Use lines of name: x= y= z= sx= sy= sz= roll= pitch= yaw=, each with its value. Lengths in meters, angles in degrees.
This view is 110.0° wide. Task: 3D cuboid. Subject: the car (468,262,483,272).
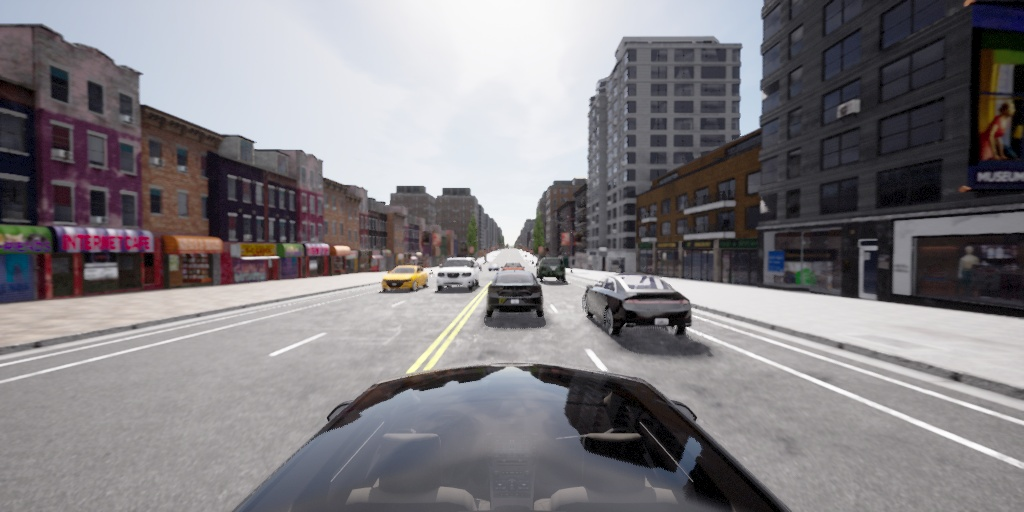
car: x=-6.536 y=1.915 z=64.416 sx=2.097 sy=1.767 sz=4.553 roll=0 pitch=-1 yaw=0

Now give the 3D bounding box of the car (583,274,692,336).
car: x=3.348 y=1.267 z=10.441 sx=2.128 sy=1.511 sz=4.902 roll=0 pitch=0 yaw=0

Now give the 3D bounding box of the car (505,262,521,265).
car: x=0.092 y=1.340 z=32.103 sx=2.097 sy=1.767 sz=4.553 roll=0 pitch=-1 yaw=0

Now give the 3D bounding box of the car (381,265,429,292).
car: x=-6.604 y=1.342 z=22.627 sx=1.882 sy=1.535 sz=5.008 roll=0 pitch=-1 yaw=0

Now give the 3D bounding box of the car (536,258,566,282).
car: x=3.343 y=1.200 z=31.514 sx=2.150 sy=2.045 sz=5.566 roll=0 pitch=-1 yaw=0

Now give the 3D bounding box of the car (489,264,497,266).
car: x=-3.278 y=2.108 z=64.315 sx=2.033 sy=1.411 sz=5.357 roll=0 pitch=-1 yaw=0

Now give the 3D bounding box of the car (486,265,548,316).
car: x=0.096 y=1.268 z=13.554 sx=1.882 sy=1.535 sz=5.008 roll=0 pitch=0 yaw=0

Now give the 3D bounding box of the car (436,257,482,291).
car: x=-3.352 y=1.091 z=23.126 sx=2.150 sy=2.045 sz=5.566 roll=0 pitch=-1 yaw=0
